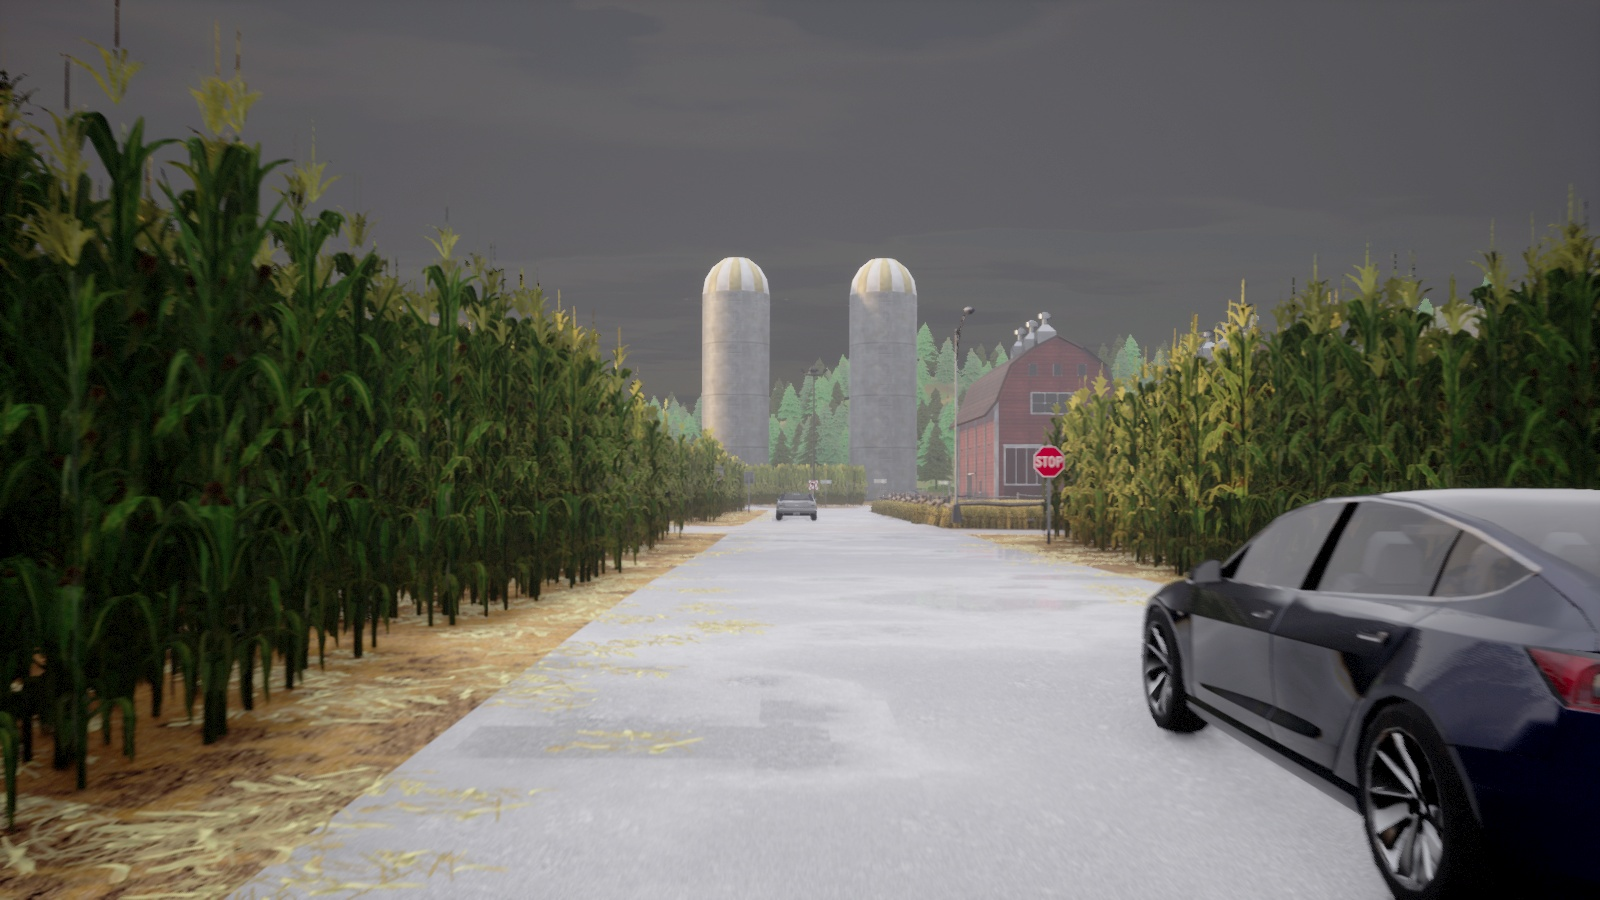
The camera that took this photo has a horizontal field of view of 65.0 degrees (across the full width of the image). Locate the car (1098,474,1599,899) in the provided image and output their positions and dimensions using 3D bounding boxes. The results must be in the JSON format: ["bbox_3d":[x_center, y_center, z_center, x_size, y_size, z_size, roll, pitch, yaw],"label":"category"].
[{"bbox_3d":[3.085,0.884,5.992,2.163,1.488,4.792,0,-1,0],"label":"car"}]

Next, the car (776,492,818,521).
[{"bbox_3d":[-0.140,2.640,59.106,1.895,1.301,4.718,0,-2,0],"label":"car"}]
